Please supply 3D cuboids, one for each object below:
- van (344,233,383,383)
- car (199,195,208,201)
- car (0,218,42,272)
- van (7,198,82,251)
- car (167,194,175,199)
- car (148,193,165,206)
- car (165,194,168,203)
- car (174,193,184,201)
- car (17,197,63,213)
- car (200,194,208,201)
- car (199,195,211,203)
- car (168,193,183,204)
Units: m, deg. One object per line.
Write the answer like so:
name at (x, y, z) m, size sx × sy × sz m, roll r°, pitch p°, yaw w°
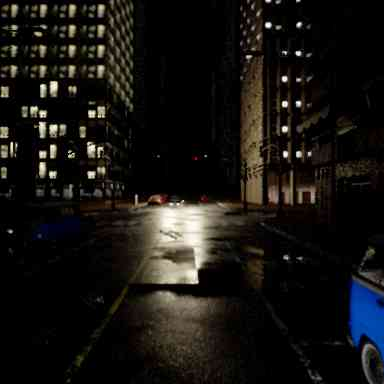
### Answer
van at (2.706, 1.334, 2.524) m, size 1.690 × 1.788 × 3.998 m, roll 1°, pitch 0°, yaw 0°
car at (2.663, 1.329, 79.564) m, size 1.947 × 1.339 × 4.313 m, roll 1°, pitch 0°, yaw 0°
car at (-5.648, 1.542, 8.008) m, size 1.947 × 1.339 × 4.313 m, roll 1°, pitch 0°, yaw 0°
van at (-5.816, 1.300, 13.548) m, size 1.690 × 1.788 × 3.998 m, roll 1°, pitch 0°, yaw 0°
car at (-5.722, 1.275, 90.640) m, size 1.887 × 1.381 × 4.507 m, roll 1°, pitch 0°, yaw 0°
car at (-5.700, 1.286, 51.614) m, size 1.967 × 1.590 × 4.097 m, roll 1°, pitch 0°, yaw 0°
car at (-5.706, 1.411, 57.190) m, size 1.802 × 1.307 × 4.206 m, roll 1°, pitch 0°, yaw 0°
car at (-3.039, 1.127, 76.250) m, size 2.097 × 1.767 × 4.553 m, roll 0°, pitch 0°, yaw 0°
car at (-16.510, 1.389, 36.189) m, size 4.097 × 1.590 × 1.967 m, roll 0°, pitch -1°, yaw 0°
car at (2.667, 1.304, 74.157) m, size 1.752 × 1.417 × 4.829 m, roll 1°, pitch 0°, yaw 0°
car at (2.671, 1.395, 62.831) m, size 1.802 × 1.307 × 4.206 m, roll 1°, pitch 0°, yaw 0°
car at (-3.061, 1.366, 60.720) m, size 2.033 × 1.411 × 5.357 m, roll 0°, pitch 0°, yaw 1°
